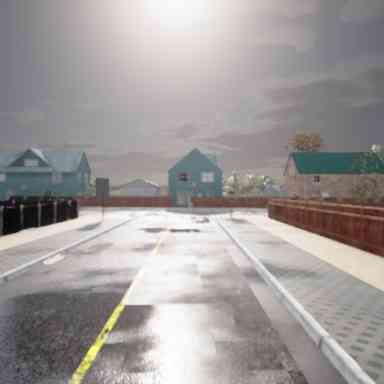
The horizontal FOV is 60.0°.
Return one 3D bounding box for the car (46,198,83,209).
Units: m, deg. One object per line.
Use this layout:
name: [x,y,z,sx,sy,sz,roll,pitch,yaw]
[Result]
car: [-14.297,1.377,34.974,5.357,1.411,2.033,0,1,-1]
